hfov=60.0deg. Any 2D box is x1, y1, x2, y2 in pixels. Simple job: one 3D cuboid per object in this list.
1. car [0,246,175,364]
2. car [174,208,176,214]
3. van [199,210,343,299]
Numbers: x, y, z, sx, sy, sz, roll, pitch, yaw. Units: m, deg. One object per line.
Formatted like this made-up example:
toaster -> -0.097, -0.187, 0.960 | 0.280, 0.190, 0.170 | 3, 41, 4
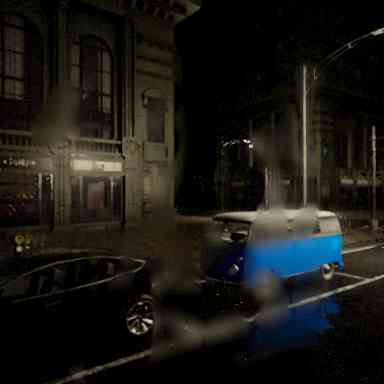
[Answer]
car -> -2.277, 1.583, 5.022 | 4.313, 1.339, 1.947 | 0, 0, -37
car -> -4.021, 2.322, 45.334 | 1.812, 1.442, 4.674 | 0, -1, -36
van -> 2.064, 1.365, 8.256 | 3.998, 1.788, 1.690 | 0, 0, -37
